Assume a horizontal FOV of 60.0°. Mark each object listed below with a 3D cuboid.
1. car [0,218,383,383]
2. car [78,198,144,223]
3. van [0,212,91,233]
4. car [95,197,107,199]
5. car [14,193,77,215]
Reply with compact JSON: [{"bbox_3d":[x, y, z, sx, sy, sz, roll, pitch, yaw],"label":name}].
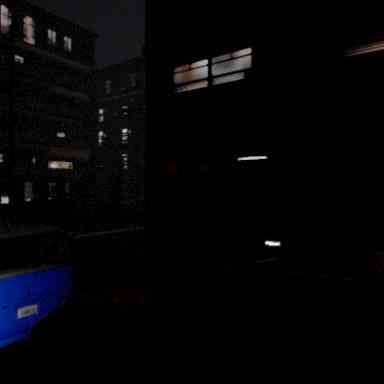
[{"bbox_3d":[0.816,1.315,2.283,5.009,1.841,2.192,0,0,36],"label":"car"},{"bbox_3d":[-5.156,1.355,22.641,1.947,1.339,4.313,1,2,35],"label":"car"},{"bbox_3d":[-3.684,1.343,5.494,3.998,1.788,1.690,0,0,36],"label":"van"},{"bbox_3d":[-8.785,1.192,32.049,1.887,1.381,4.507,2,2,35],"label":"car"},{"bbox_3d":[-11.987,1.042,27.485,2.192,1.841,5.009,2,2,35],"label":"car"}]
